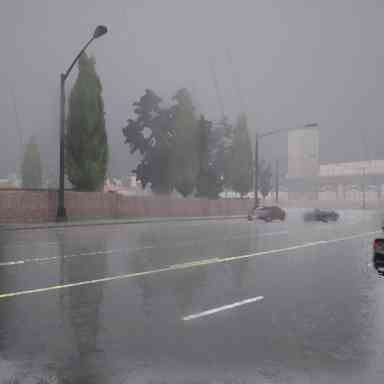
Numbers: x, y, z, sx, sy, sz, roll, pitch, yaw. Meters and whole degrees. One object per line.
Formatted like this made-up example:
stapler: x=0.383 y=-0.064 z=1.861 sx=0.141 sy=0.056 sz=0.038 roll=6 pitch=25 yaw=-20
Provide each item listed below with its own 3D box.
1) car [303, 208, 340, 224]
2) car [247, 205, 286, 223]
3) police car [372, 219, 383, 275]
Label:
car: x=11.484 y=2.096 z=29.461 sx=1.895 sy=1.301 sz=4.718 roll=0 pitch=-2 yaw=39
car: x=6.679 y=1.913 z=29.208 sx=1.812 sy=1.442 sz=4.674 roll=0 pitch=-2 yaw=41
police car: x=7.103 y=1.507 z=9.737 sx=5.238 sy=1.638 sz=1.930 roll=1 pitch=0 yaw=-41
